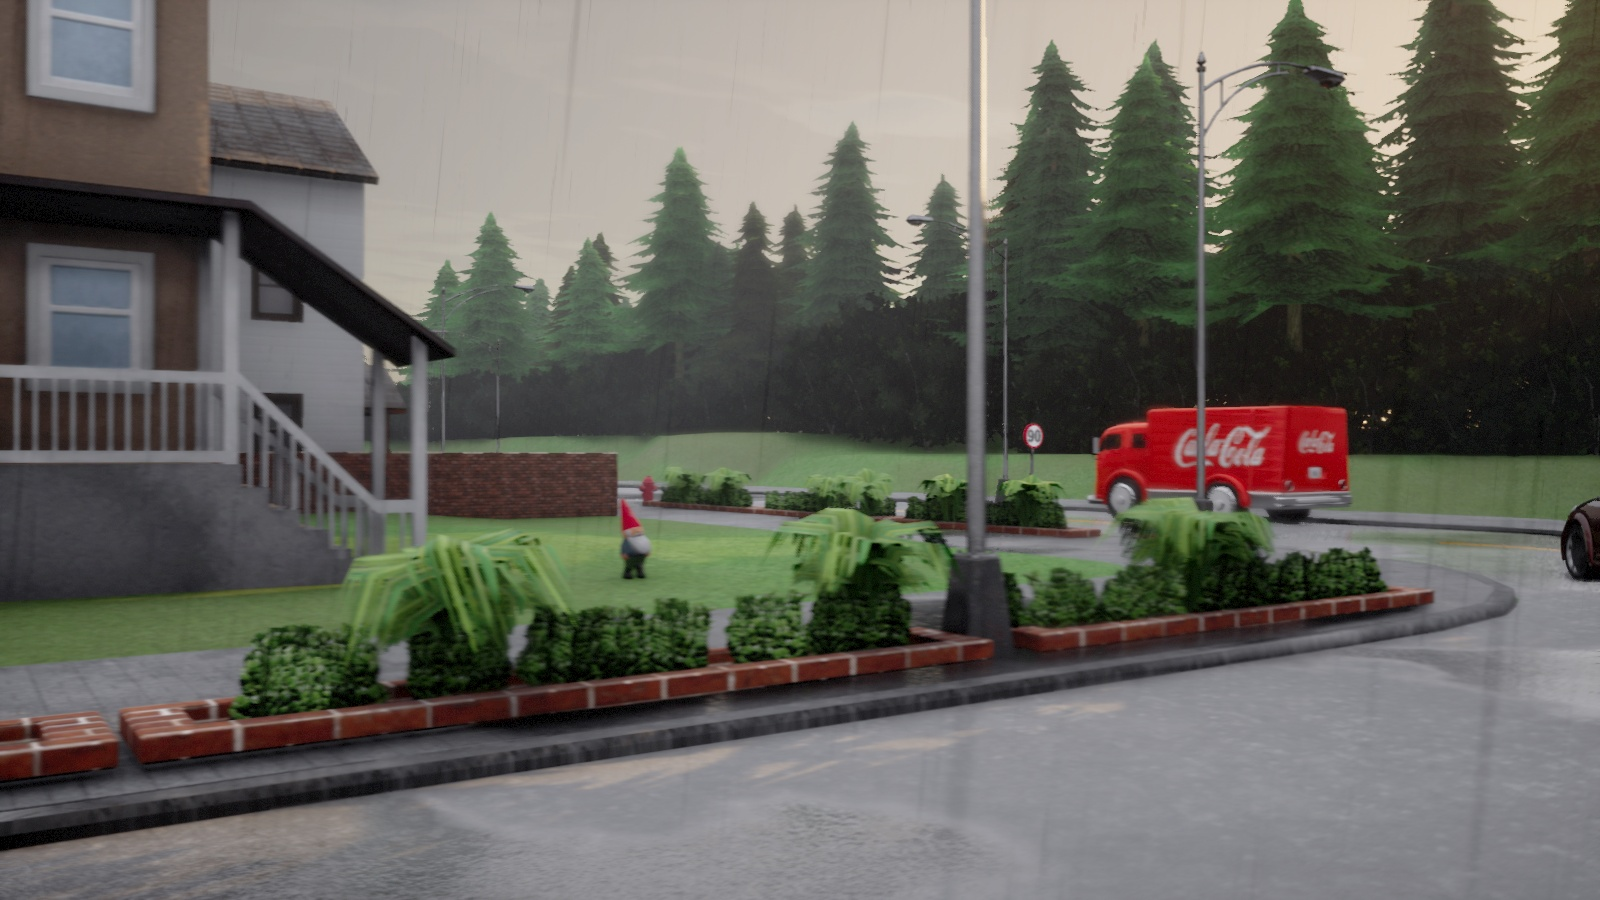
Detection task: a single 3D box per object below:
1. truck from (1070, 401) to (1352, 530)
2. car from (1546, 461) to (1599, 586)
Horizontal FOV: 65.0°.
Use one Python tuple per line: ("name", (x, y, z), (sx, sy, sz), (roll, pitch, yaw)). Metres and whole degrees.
("truck", (8.661, 0.306, 26.957), (2.627, 2.467, 5.204), (0, 0, -35))
("car", (9.812, 0.822, 13.188), (1.994, 1.385, 4.181), (0, 0, 9))
